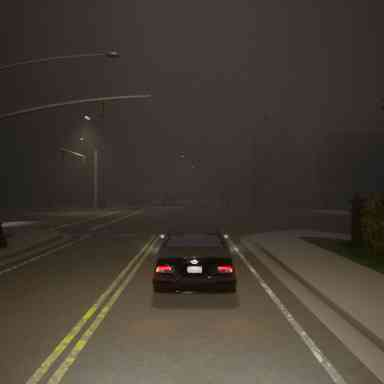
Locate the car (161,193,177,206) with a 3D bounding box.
[{"bbox_3d":[-3.681,1.221,53.908,2.150,2.045,5.566,0,0,0],"label":"car"}]

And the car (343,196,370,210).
[{"bbox_3d":[20.156,1.306,38.780,4.553,1.767,2.097,0,0,-1],"label":"car"}]

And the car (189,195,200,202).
[{"bbox_3d":[0.611,1.524,78.885,1.812,1.442,4.674,0,0,12],"label":"car"}]

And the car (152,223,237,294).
[{"bbox_3d":[0.059,1.548,8.946,2.033,1.411,5.357,0,0,0],"label":"car"}]
